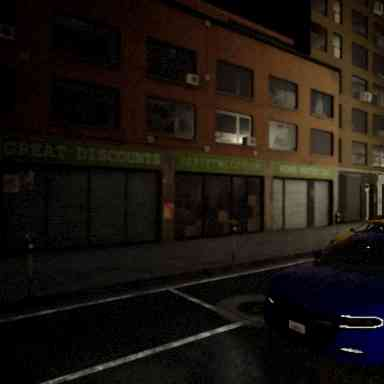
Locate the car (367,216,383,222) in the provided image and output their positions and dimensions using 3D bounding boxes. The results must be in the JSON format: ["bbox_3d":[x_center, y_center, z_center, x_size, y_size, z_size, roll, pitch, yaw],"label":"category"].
[{"bbox_3d":[6.609,1.535,11.465,4.829,1.417,1.752,0,1,-35],"label":"car"}]

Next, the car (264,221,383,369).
[{"bbox_3d":[3.404,1.482,5.776,5.008,1.535,1.882,0,0,-35],"label":"car"}]
